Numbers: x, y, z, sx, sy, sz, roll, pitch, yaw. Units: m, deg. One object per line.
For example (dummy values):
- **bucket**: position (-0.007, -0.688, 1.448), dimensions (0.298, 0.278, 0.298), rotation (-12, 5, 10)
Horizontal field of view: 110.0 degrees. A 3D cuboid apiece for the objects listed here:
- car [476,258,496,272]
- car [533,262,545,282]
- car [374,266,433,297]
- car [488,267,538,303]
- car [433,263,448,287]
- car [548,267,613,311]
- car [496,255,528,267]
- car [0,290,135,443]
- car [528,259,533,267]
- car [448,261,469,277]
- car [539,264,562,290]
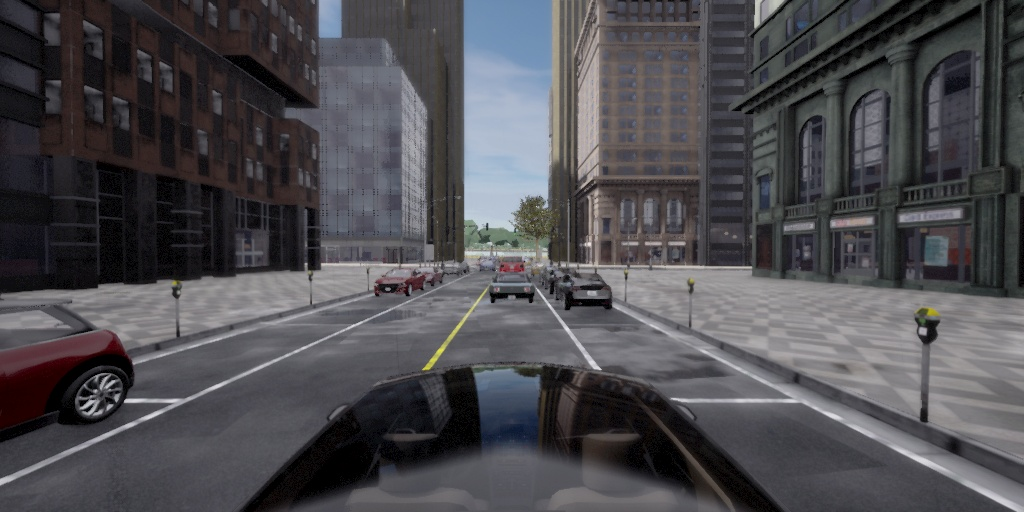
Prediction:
- **car**: position (-2.999, 1.260, 44.504), dimensions (1.812, 1.442, 4.674), rotation (0, 0, 0)
- **car**: position (2.762, 1.284, 24.786), dimensions (2.007, 1.370, 4.403), rotation (0, 0, 0)
- **car**: position (-5.764, 1.284, 18.884), dimensions (1.888, 1.381, 4.507), rotation (0, 0, 0)
- **car**: position (0.000, 1.359, 16.533), dimensions (1.895, 1.301, 4.718), rotation (0, 0, 0)
- **car**: position (-5.764, 1.316, 24.261), dimensions (1.802, 1.307, 4.207), rotation (0, 0, 0)
- **car**: position (2.762, 1.309, 14.380), dimensions (1.948, 1.339, 4.313), rotation (0, 0, 0)
- **car**: position (0.000, 0.982, 31.532), dimensions (2.150, 2.045, 5.566), rotation (0, 0, 0)
- **car**: position (-5.764, 1.188, 2.749), dimensions (1.967, 1.591, 4.097), rotation (0, 0, 0)
- **car**: position (2.762, 1.243, 35.362), dimensions (1.751, 1.417, 4.829), rotation (0, 0, 0)
- **car**: position (-5.763, 1.269, 35.017), dimensions (2.007, 1.370, 4.403), rotation (0, 0, 0)
- **car**: position (2.762, 1.304, 19.583), dimensions (1.948, 1.339, 4.313), rotation (0, 0, 0)
